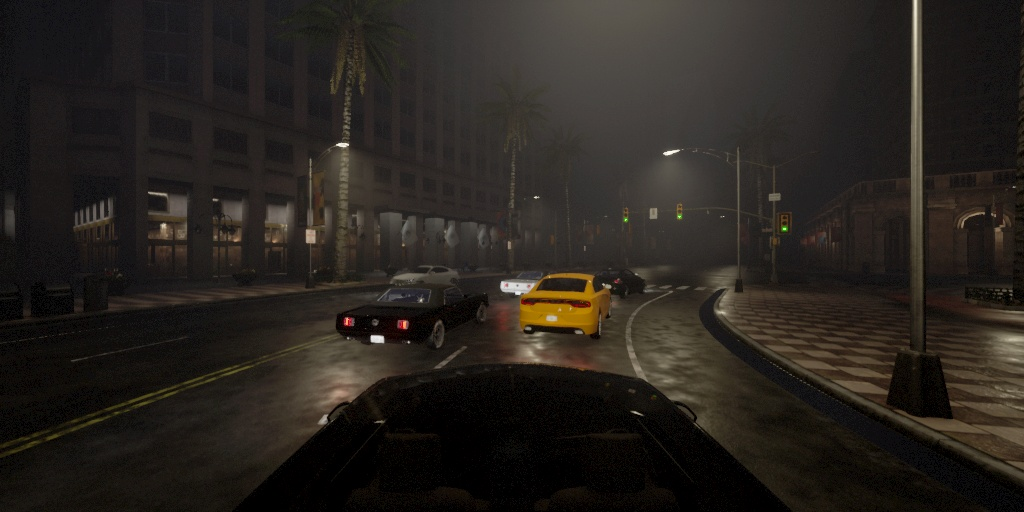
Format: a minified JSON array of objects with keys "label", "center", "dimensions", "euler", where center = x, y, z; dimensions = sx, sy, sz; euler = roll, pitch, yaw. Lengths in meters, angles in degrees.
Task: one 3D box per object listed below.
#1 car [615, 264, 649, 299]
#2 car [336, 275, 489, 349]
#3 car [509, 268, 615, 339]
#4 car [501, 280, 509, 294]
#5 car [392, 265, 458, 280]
[{"label":"car","center":[5.406,1.314,18.461],"dimensions":[1.994,1.385,4.181],"euler":[0,0,36]},{"label":"car","center":[-2.100,1.351,9.218],"dimensions":[1.895,1.301,4.718],"euler":[0,0,14]},{"label":"car","center":[1.725,1.228,10.265],"dimensions":[1.882,1.535,5.008],"euler":[0,0,20]},{"label":"car","center":[1.525,1.351,17.685],"dimensions":[1.895,1.301,4.718],"euler":[0,0,34]},{"label":"car","center":[-4.945,1.275,21.015],"dimensions":[1.812,1.442,4.674],"euler":[0,0,30]}]
